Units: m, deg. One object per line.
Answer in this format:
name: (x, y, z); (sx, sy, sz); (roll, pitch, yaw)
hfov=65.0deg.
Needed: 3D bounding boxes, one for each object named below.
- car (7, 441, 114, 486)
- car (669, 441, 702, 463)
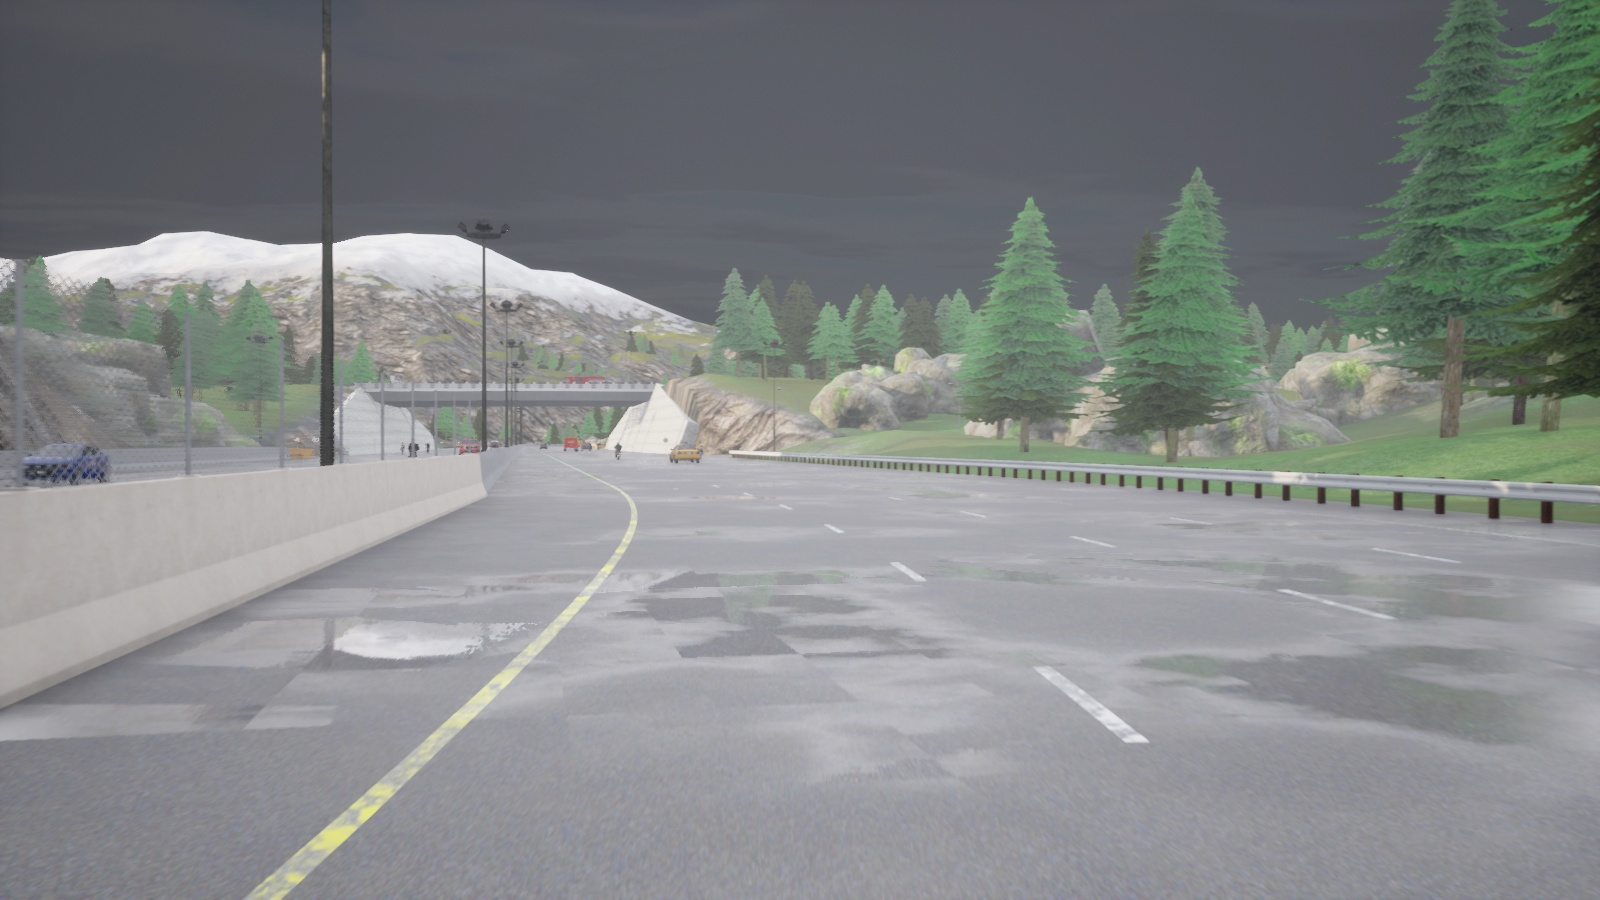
car: (-26.678, 0.448, 45.517); (1.882, 1.535, 5.008); (0, 0, -12)
car: (-8.540, 0.154, 93.237); (1.801, 1.575, 5.366); (0, 0, -12)
